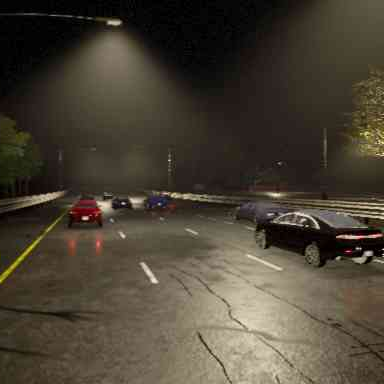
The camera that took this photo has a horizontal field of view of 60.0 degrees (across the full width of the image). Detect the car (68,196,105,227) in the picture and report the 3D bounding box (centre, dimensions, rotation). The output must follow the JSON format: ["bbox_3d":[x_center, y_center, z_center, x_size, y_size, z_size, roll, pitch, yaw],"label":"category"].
[{"bbox_3d":[-6.468,1.218,20.253,1.812,1.442,4.674,0,1,-17],"label":"car"}]

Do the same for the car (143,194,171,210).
[{"bbox_3d":[-4.041,1.067,36.052,1.882,1.535,5.008,0,0,-17],"label":"car"}]

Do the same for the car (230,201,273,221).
[{"bbox_3d":[4.265,1.274,21.130,2.033,1.411,5.357,0,1,-17],"label":"car"}]

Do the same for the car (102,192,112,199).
[{"bbox_3d":[-15.254,0.763,60.325,2.128,1.511,4.902,0,1,-17],"label":"car"}]

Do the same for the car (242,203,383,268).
[{"bbox_3d":[3.799,1.339,10.845,2.128,1.511,4.902,0,1,-17],"label":"car"}]

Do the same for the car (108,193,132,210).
[{"bbox_3d":[-7.543,1.146,35.527,1.994,1.385,4.181,0,0,-17],"label":"car"}]
